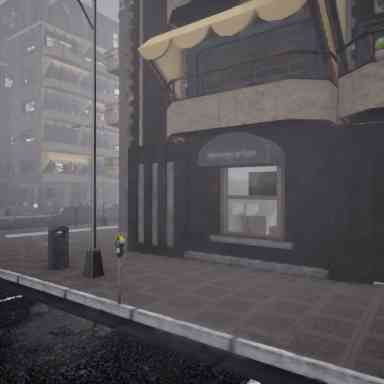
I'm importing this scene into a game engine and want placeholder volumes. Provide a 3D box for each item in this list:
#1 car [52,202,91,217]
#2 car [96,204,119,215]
[{"bbox_3d":[-12.752,1.821,35.326,1.967,1.590,4.097,-1,-1,35],"label":"car"},{"bbox_3d":[-9.465,2.063,39.947,1.802,1.307,4.206,-1,-1,35],"label":"car"}]
